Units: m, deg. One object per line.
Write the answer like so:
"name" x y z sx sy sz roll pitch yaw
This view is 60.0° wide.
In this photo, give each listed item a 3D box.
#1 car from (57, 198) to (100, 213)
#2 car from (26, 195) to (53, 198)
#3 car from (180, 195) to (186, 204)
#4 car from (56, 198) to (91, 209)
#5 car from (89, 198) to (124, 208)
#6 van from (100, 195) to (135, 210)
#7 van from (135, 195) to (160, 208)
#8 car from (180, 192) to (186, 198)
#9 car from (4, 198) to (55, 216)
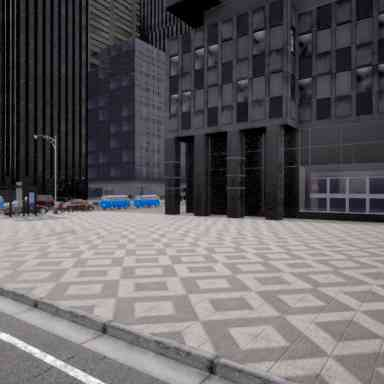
"car" -12.712 1.575 36.548 1.802 1.307 4.206 0 0 35
"car" -19.658 1.284 41.488 2.192 1.841 5.009 0 0 35
"car" 0.454 1.568 55.052 1.802 1.307 4.206 0 0 35
"car" -16.367 1.548 46.115 1.802 1.307 4.206 0 0 35
"car" -12.144 1.572 47.451 1.895 1.301 4.718 0 0 36
"van" -9.420 1.331 41.174 1.690 1.788 3.998 0 0 35
"van" -6.128 1.329 45.799 1.690 1.788 3.998 0 0 35
"car" -2.446 1.001 60.913 2.150 2.045 5.566 0 0 35
"car" -16.004 1.548 31.922 2.008 1.369 4.403 0 0 35
